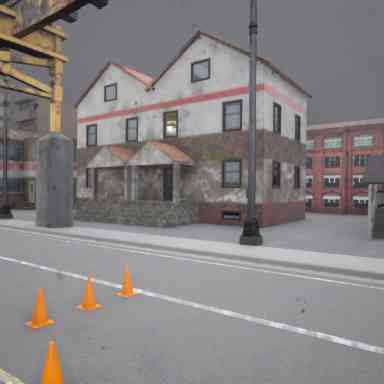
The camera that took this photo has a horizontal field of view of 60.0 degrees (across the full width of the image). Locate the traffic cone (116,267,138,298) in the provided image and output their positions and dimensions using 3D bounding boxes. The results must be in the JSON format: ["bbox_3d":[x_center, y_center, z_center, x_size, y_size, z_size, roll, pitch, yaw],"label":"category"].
[{"bbox_3d":[-1.419,1.949,7.282,0.340,0.580,0.340,0,0,36],"label":"traffic cone"}]

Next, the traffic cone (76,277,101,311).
[{"bbox_3d":[-2.004,1.949,6.471,0.340,0.580,0.340,0,0,36],"label":"traffic cone"}]

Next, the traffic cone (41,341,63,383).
[{"bbox_3d":[-1.552,1.952,3.679,0.340,0.580,0.340,0,0,36],"label":"traffic cone"}]

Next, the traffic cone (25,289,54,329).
[{"bbox_3d":[-2.589,1.949,5.660,0.340,0.580,0.340,0,0,36],"label":"traffic cone"}]
